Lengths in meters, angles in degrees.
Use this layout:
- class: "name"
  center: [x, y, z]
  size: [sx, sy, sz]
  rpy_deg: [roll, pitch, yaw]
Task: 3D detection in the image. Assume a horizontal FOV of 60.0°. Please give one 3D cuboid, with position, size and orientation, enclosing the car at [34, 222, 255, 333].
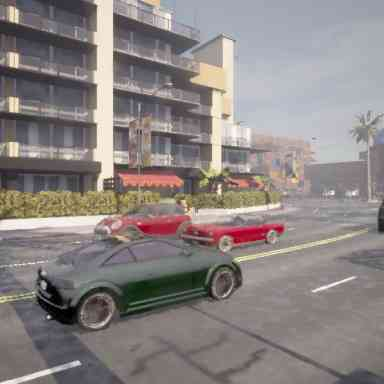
- class: "car"
  center: [-0.939, 1.559, 6.890]
  size: [4.181, 1.385, 1.994]
  rpy_deg: [0, 0, -37]

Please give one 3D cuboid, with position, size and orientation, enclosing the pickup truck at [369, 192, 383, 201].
- class: "pickup truck"
  center: [46.182, 1.062, 81.496]
  size: [6.274, 2.098, 2.390]
  rpy_deg: [0, 0, -36]

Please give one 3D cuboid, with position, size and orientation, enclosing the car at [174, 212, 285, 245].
- class: "car"
  center: [1.801, 1.593, 13.902]
  size: [4.718, 1.301, 1.895]
  rpy_deg: [0, 0, -41]

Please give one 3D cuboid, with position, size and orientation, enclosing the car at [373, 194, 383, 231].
- class: "car"
  center: [12.730, 1.218, 19.935]
  size: [2.150, 2.045, 5.566]
  rpy_deg: [0, 0, 39]

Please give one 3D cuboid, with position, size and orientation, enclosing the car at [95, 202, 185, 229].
- class: "car"
  center: [-2.120, 1.342, 15.213]
  size: [4.553, 1.767, 2.097]
  rpy_deg: [0, 0, -40]
